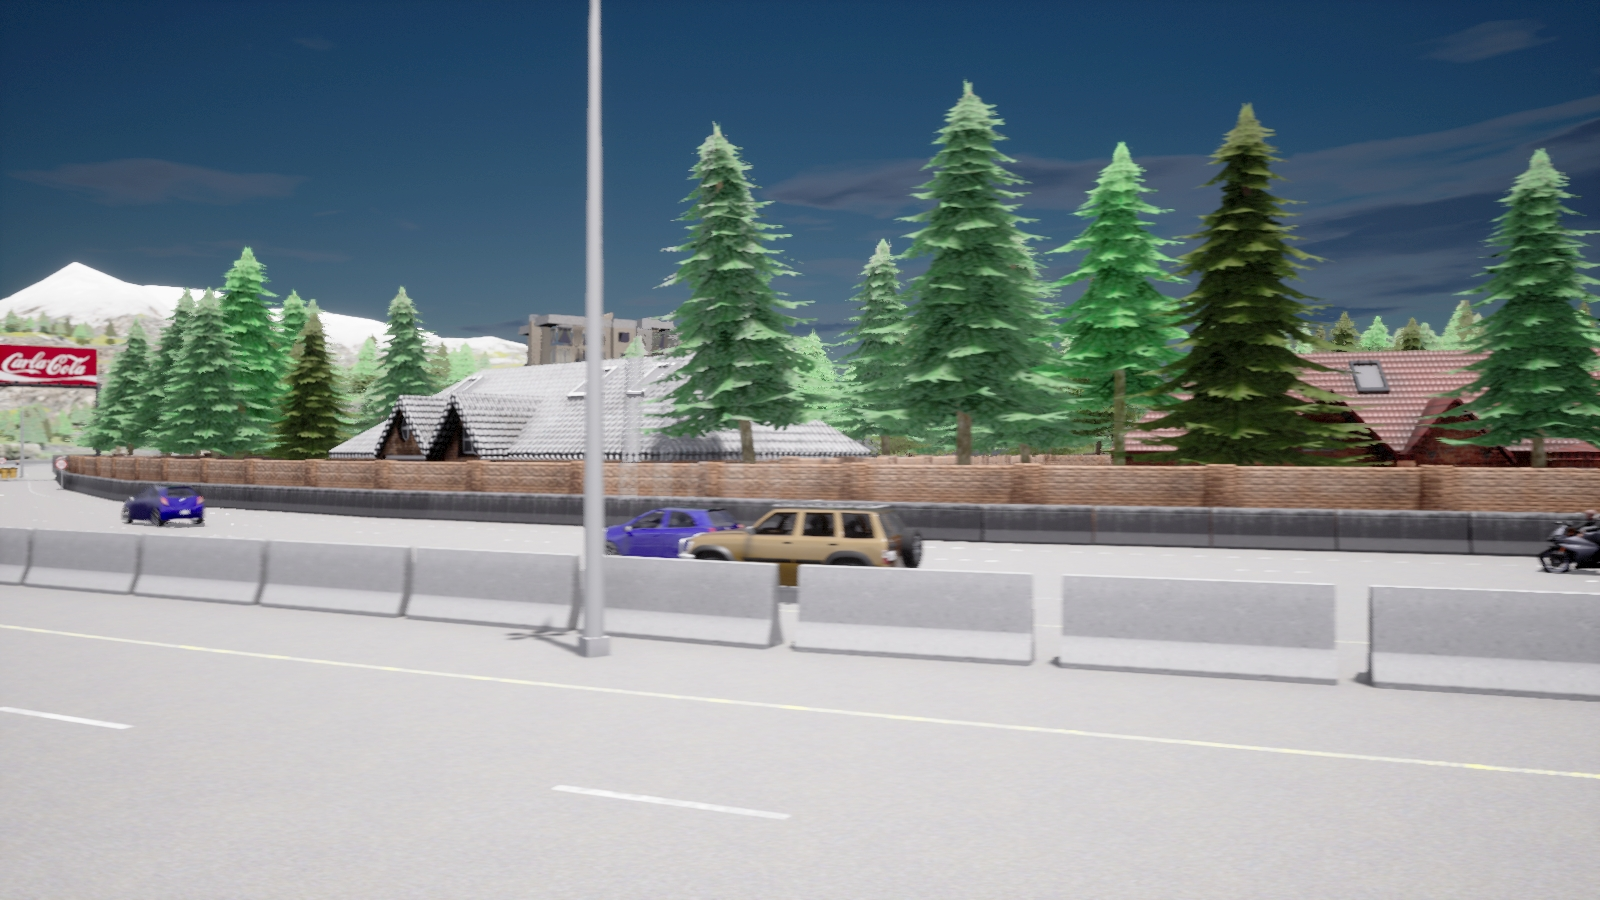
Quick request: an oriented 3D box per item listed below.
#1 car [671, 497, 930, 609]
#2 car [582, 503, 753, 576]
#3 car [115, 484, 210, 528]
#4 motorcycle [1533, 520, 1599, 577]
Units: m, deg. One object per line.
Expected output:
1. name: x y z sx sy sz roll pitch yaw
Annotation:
1. car: 0.005 1.903 22.066 4.605 1.855 1.932 0 0 23
2. car: -3.161 2.085 27.293 3.633 1.501 1.845 0 0 26
3. car: -24.471 2.100 43.816 3.633 1.501 1.845 0 0 36
4. motorcycle: 18.276 2.264 26.276 2.209 1.251 0.867 0 -1 18
